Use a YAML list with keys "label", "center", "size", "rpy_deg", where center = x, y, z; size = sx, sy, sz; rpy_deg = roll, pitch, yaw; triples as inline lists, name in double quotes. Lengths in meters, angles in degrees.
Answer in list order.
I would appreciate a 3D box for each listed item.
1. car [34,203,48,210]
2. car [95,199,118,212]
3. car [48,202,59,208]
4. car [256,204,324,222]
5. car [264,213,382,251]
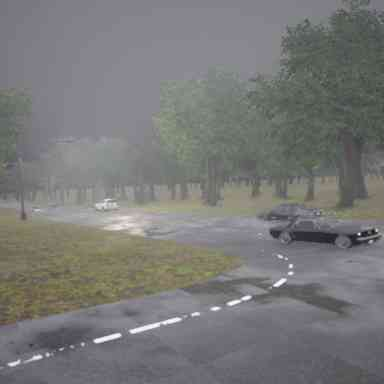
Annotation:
- label: "car"
  center: [-36.317, 3.417, 78.777]
  size: [2.128, 1.511, 4.902]
  rpy_deg: [-4, 1, -31]
- label: "car"
  center: [-14.144, 2.232, 54.755]
  size: [2.150, 2.045, 5.566]
  rpy_deg: [-4, 1, -36]
- label: "car"
  center: [-35.093, 3.280, 83.646]
  size: [2.033, 1.411, 5.357]
  rpy_deg: [-4, 1, -36]
- label: "car"
  center: [7.314, 1.630, 25.157]
  size: [2.033, 1.411, 5.357]
  rpy_deg: [-4, 1, -36]
- label: "car"
  center: [5.915, 1.816, 15.262]
  size: [1.895, 1.301, 4.718]
  rpy_deg: [-3, -1, -36]
